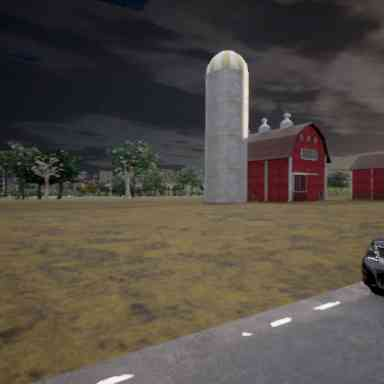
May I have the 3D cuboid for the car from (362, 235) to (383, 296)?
[{"bbox_3d":[6.077,1.194,7.406,5.566,2.045,2.150,0,0,-35],"label":"car"}]
